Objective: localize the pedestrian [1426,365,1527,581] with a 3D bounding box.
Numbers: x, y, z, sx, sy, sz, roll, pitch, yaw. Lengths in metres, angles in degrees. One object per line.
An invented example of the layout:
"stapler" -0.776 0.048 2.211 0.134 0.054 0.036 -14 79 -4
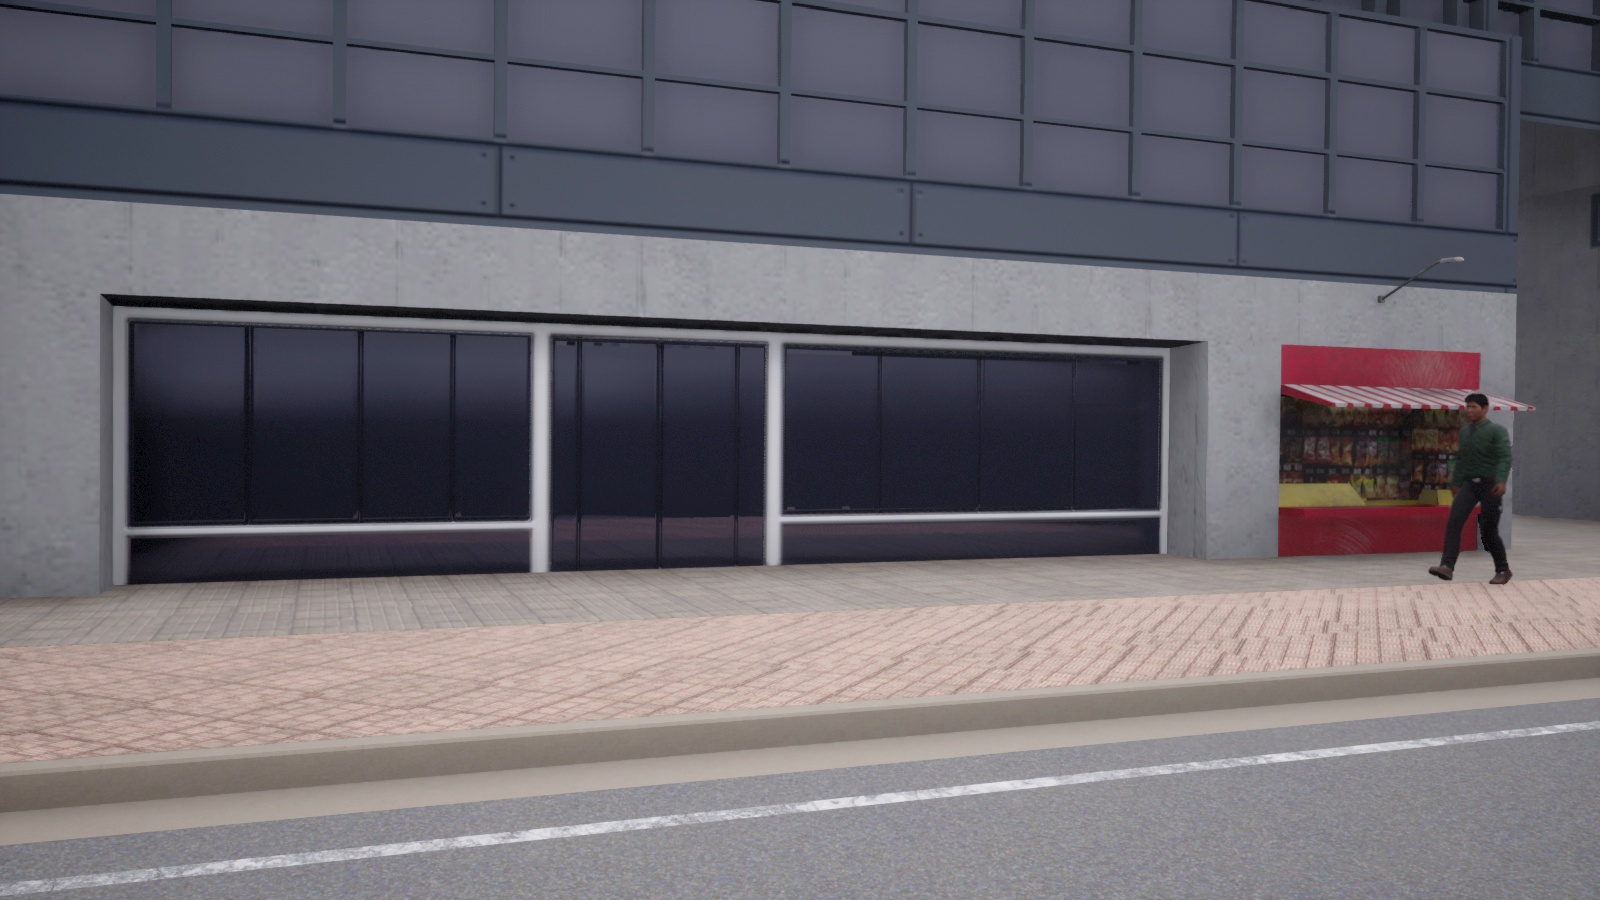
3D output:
"pedestrian" 6.292 0.198 11.682 0.788 1.949 0.423 -1 1 -23
